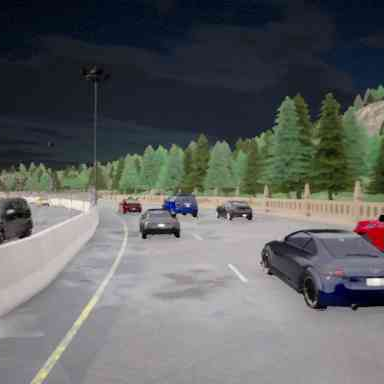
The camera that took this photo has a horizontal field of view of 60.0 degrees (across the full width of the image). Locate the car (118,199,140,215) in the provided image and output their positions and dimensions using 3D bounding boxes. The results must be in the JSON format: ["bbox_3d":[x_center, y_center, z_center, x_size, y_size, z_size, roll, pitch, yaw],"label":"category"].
[{"bbox_3d":[-6.566,1.505,34.996,1.882,1.535,5.008,0,0,-20],"label":"car"}]

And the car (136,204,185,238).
[{"bbox_3d":[-1.836,1.572,17.958,1.994,1.385,4.181,0,0,-11],"label":"car"}]

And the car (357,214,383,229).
[{"bbox_3d":[6.546,1.197,8.715,2.150,2.045,5.566,0,0,-5],"label":"car"}]

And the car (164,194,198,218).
[{"bbox_3d":[-1.124,1.227,29.888,2.150,2.045,5.566,0,0,-17],"label":"car"}]

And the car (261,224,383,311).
[{"bbox_3d":[3.072,1.552,7.846,1.994,1.385,4.181,0,0,-5],"label":"car"}]

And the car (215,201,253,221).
[{"bbox_3d":[3.309,1.493,26.933,1.837,1.490,4.892,0,0,-14],"label":"car"}]
